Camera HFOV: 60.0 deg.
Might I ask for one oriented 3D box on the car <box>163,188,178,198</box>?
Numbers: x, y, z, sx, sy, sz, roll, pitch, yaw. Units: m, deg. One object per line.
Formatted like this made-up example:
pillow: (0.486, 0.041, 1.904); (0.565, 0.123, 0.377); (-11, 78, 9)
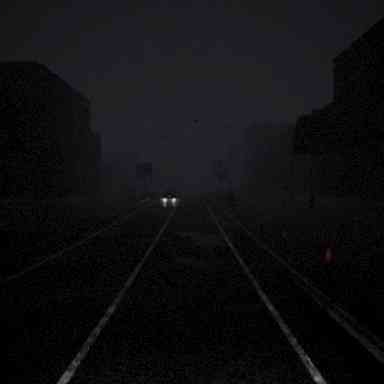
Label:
car: (-3.037, 0.135, 47.844); (2.033, 1.411, 5.357); (0, 2, 0)
